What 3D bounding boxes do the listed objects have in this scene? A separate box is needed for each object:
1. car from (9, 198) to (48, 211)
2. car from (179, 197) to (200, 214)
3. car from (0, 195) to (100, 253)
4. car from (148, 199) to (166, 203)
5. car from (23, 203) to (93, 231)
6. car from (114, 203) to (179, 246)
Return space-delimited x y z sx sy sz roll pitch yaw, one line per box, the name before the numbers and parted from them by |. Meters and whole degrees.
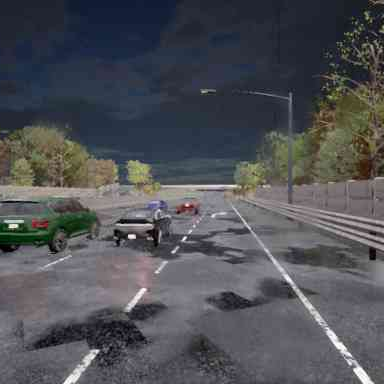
car | -20.914 1.553 42.906 2.033 1.411 5.357 0 0 5
car | -0.274 1.356 35.688 2.097 1.767 4.553 0 0 5
car | -5.731 1.223 13.834 2.150 2.045 5.566 0 0 5
car | -3.788 1.528 35.681 1.812 1.442 4.674 0 0 5
car | -8.525 1.547 21.829 2.033 1.411 5.357 0 0 5
car | -2.095 1.491 15.206 2.128 1.511 4.902 0 0 5
